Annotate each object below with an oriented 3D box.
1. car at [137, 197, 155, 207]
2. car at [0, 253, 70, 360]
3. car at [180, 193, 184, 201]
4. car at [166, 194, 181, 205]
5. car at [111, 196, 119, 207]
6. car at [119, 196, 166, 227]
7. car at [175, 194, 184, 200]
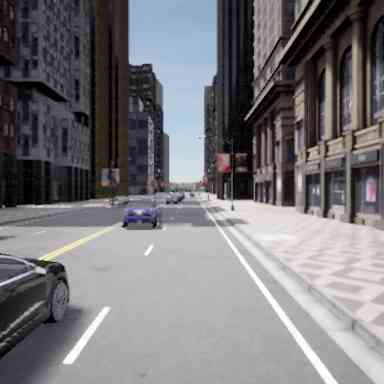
[{"bbox_3d":[-6.554,1.403,48.008,1.895,1.301,4.718,0,0,0],"label":"car"},{"bbox_3d":[-3.149,1.473,4.194,2.128,1.511,4.902,0,0,0],"label":"car"},{"bbox_3d":[-3.224,1.248,64.978,2.163,1.488,4.792,0,0,0],"label":"car"},{"bbox_3d":[-3.228,1.382,53.978,1.895,1.301,4.718,0,0,0],"label":"car"},{"bbox_3d":[-9.811,1.302,45.661,2.128,1.511,4.902,0,0,0],"label":"car"},{"bbox_3d":[-3.140,1.256,21.919,2.097,1.767,4.553,0,0,0],"label":"car"},{"bbox_3d":[-3.215,1.172,86.978,2.163,1.488,4.792,0,0,0],"label":"car"}]
